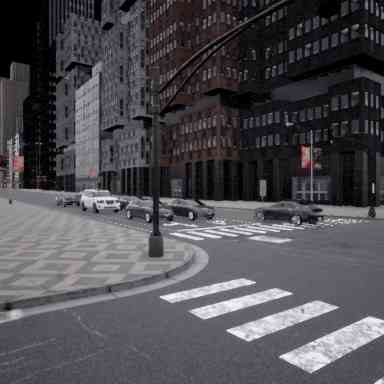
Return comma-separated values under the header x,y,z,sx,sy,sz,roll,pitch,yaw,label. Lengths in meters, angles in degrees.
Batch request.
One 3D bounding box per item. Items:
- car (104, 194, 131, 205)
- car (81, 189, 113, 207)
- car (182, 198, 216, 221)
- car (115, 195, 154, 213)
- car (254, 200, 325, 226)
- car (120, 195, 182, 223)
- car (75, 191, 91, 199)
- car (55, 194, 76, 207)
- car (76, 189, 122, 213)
x,y,z,sx,sy,sz,roll,pitch,yaw,label
-10.020,0.985,44.469,1.994,1.385,4.181,0,1,-36,car
-11.835,0.671,41.111,2.150,2.045,5.566,0,1,-35,car
-0.248,1.239,24.979,1.837,1.490,4.892,0,1,-38,car
-5.689,1.107,32.569,1.837,1.490,4.892,0,1,-36,car
6.258,1.323,21.900,1.837,1.490,4.892,0,1,-36,car
-3.013,1.240,23.299,1.837,1.490,4.892,0,1,-36,car
-21.843,0.563,66.416,1.812,1.442,4.674,0,1,-36,car
-14.909,0.991,39.808,2.033,1.411,5.357,0,1,-36,car
-8.698,0.819,31.185,2.150,2.045,5.566,0,1,-36,car
